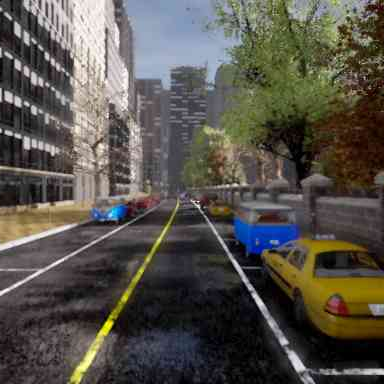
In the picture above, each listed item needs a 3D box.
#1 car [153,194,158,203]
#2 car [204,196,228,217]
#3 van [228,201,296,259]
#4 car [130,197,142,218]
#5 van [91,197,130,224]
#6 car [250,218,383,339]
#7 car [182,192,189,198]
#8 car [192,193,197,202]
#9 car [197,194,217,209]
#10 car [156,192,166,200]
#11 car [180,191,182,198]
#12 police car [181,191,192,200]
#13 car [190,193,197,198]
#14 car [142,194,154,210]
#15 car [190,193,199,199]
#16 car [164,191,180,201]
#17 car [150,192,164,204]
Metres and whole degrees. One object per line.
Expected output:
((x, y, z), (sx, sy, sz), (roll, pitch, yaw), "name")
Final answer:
((-6.079, 1.322, 45.101), (1.802, 1.307, 4.206), (0, 0, -1), "car")
((2.293, 1.361, 28.832), (1.752, 1.417, 4.829), (0, 0, -1), "car")
((2.503, 1.273, 12.030), (1.690, 1.788, 3.998), (0, 0, 0), "van")
((-5.727, 1.385, 28.459), (1.887, 1.381, 4.507), (0, 0, -1), "car")
((-5.643, 1.213, 22.912), (1.690, 1.788, 3.998), (0, 0, -1), "van")
((2.540, 1.488, 6.657), (1.752, 1.417, 4.829), (0, 0, 0), "car")
((-1.795, 0.890, 92.617), (1.801, 1.575, 5.366), (0, 0, 2), "car")
((1.442, 1.158, 62.109), (1.752, 1.417, 4.829), (0, 0, -2), "car")
((2.078, 1.086, 39.756), (2.192, 1.841, 5.009), (0, 0, -1), "car")
((-7.217, 0.845, 78.370), (2.192, 1.841, 5.009), (0, 0, -2), "car")
((-1.736, 1.002, 86.185), (1.812, 1.442, 4.674), (0, 0, -15), "car")
((-0.847, 0.966, 76.526), (1.930, 1.638, 5.238), (0, 0, -2), "police car")
((0.327, 1.035, 89.659), (1.802, 1.307, 4.206), (0, 0, -2), "car")
((-5.944, 1.319, 39.552), (1.887, 1.381, 4.507), (0, 0, -1), "car")
((0.568, 1.041, 84.114), (2.008, 1.369, 4.403), (0, 0, -2), "car")
((-4.192, 0.768, 70.734), (2.150, 2.045, 5.566), (0, 0, -2), "car")
((-6.393, 0.987, 56.189), (2.192, 1.841, 5.009), (0, 0, -2), "car")
